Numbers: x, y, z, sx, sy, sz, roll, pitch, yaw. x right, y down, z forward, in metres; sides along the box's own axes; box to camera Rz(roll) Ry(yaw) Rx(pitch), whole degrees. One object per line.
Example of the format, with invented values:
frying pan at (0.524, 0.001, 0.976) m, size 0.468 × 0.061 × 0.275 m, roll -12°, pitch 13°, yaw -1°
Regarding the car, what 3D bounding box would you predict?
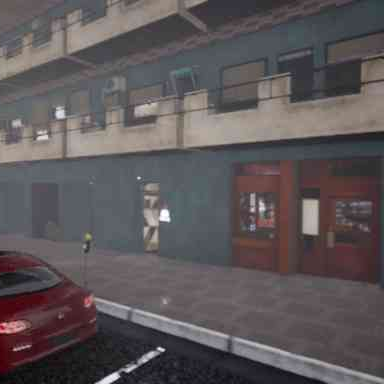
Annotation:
car at (-3.219, 1.595, 5.158) m, size 4.206 × 1.307 × 1.802 m, roll 0°, pitch 1°, yaw 35°
